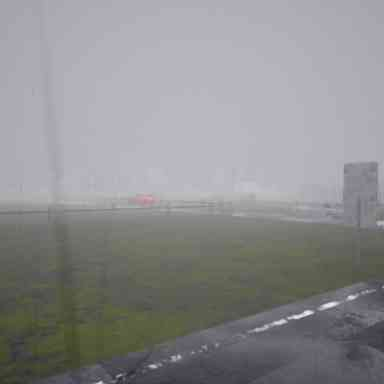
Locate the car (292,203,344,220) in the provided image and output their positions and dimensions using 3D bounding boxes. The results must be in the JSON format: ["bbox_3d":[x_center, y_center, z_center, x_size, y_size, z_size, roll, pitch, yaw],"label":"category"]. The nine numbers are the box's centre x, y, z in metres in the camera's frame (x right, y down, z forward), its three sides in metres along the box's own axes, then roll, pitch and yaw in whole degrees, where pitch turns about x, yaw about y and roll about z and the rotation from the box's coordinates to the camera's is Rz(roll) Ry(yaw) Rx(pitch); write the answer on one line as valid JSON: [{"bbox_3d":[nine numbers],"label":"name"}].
[{"bbox_3d":[10.952,1.581,28.307,1.895,1.301,4.718,1,-1,-38],"label":"car"}]

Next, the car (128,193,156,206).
[{"bbox_3d":[-7.867,1.158,51.994,2.150,2.045,5.566,1,-1,-40],"label":"car"}]
